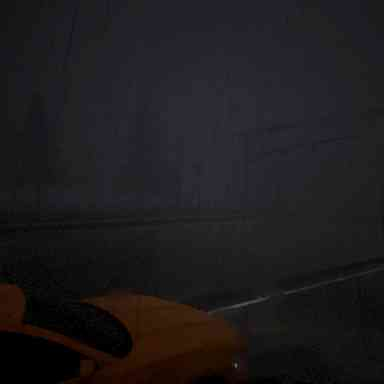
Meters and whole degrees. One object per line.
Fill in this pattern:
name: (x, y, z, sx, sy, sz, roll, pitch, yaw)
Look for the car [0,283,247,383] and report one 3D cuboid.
car: (-1.769, 1.477, 2.482, 5.008, 1.535, 1.882, 0, 0, -35)
